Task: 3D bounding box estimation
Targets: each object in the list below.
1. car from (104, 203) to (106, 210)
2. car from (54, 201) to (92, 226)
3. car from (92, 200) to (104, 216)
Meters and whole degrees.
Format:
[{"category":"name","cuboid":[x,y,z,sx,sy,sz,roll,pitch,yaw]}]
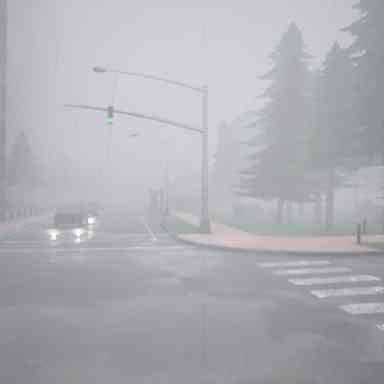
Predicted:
[{"category":"car","cuboid":[-12.590,1.809,44.425,2.033,1.411,5.357,0,0,-10]},{"category":"car","cuboid":[-8.847,1.618,24.693,1.882,1.535,5.008,0,0,-11]},{"category":"car","cuboid":[-10.715,1.692,34.446,2.128,1.511,4.902,0,0,-11]}]
